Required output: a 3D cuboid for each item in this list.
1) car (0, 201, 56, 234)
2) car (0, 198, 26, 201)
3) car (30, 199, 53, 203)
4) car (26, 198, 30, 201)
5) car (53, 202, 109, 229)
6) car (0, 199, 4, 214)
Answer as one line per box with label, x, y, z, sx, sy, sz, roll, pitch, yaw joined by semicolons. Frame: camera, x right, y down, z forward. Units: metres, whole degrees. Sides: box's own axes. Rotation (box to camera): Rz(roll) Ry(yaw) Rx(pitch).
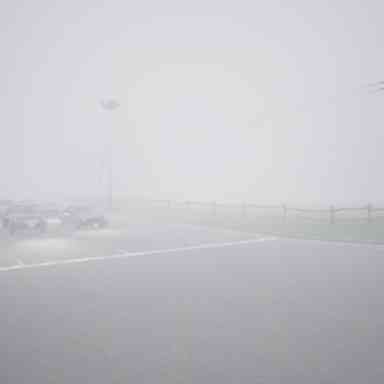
car;-9.826;1.491;19.435;2.128;1.511;4.902;0;0;-36
car;-15.116;1.352;26.750;2.097;1.767;4.553;0;0;-36
car;-12.650;1.562;29.322;1.994;1.385;4.181;0;0;-35
car;-18.771;1.504;37.787;1.837;1.490;4.892;0;0;-36
car;-7.254;1.545;21.852;2.033;1.411;5.357;0;0;-36
car;-21.575;1.505;35.692;1.837;1.490;4.892;0;0;-36
